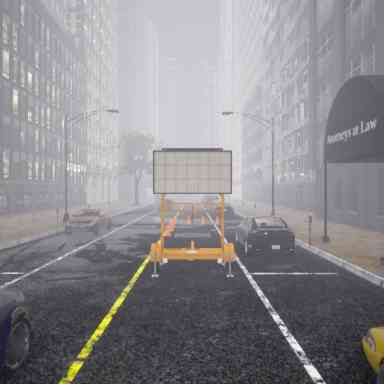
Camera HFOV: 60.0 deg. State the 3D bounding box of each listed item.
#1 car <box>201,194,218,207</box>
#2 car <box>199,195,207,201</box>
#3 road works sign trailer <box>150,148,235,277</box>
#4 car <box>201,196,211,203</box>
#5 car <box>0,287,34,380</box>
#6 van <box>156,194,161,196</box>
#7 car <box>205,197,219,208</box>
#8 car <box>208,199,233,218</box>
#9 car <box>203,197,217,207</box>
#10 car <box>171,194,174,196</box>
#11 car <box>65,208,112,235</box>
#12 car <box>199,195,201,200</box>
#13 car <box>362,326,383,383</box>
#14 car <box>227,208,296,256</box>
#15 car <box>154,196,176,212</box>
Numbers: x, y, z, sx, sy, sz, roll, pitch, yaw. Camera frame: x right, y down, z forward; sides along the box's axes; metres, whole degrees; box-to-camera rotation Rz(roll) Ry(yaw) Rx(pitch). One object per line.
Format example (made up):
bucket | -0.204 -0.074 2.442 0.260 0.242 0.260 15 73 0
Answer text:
car | 2.779 1.297 47.111 2.192 1.841 5.009 0 0 0
car | 2.862 1.463 87.169 1.752 1.417 4.829 0 0 0
road works sign trailer | 0.018 0.462 10.214 2.380 3.560 2.880 0 0 0
car | 2.826 1.505 69.904 1.887 1.381 4.507 0 0 0
car | -3.097 1.563 2.743 1.994 1.385 4.181 0 0 0
van | -5.579 1.313 58.529 1.690 1.788 3.998 0 0 0
car | 2.757 1.534 35.714 1.887 1.381 4.507 0 0 0
car | 2.744 1.558 30.016 1.947 1.339 4.313 0 0 0
car | 2.791 1.522 52.808 1.887 1.381 4.507 0 0 0
car | -5.554 1.511 69.923 2.008 1.369 4.403 0 0 0
car | -5.659 1.578 18.643 1.802 1.307 4.206 0 0 0
car | 2.802 1.287 58.507 2.192 1.841 5.009 0 0 0
car | 2.687 1.525 1.697 1.752 1.417 4.829 0 0 0
car | 2.710 1.548 12.922 2.008 1.369 4.403 0 0 0
car | -2.925 1.493 37.957 1.837 1.490 4.892 0 0 0
